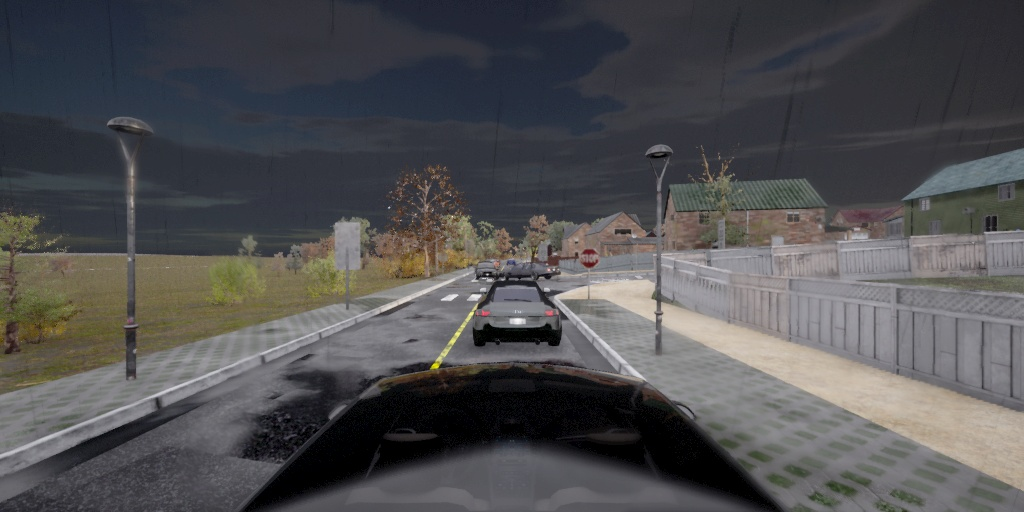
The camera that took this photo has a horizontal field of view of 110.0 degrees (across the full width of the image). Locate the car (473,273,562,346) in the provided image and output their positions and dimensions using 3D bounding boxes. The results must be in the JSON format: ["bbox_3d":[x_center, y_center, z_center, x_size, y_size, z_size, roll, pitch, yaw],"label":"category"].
[{"bbox_3d":[0.086,1.313,9.381,1.994,1.385,4.181,0,0,-1],"label":"car"}]

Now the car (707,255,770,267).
[{"bbox_3d":[14.344,0.413,22.801,4.181,1.385,1.994,-3,0,16],"label":"car"}]

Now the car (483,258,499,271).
[{"bbox_3d":[-2.949,1.121,51.119,2.097,1.767,4.553,0,0,1],"label":"car"}]

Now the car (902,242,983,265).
[{"bbox_3d":[23.850,-0.208,20.399,4.902,1.511,2.128,-3,0,14],"label":"car"}]

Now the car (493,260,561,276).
[{"bbox_3d":[1.282,1.198,28.398,5.357,1.411,2.033,-4,-3,43],"label":"car"}]

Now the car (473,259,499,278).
[{"bbox_3d":[-2.312,1.258,31.302,1.837,1.490,4.892,0,0,-8],"label":"car"}]
